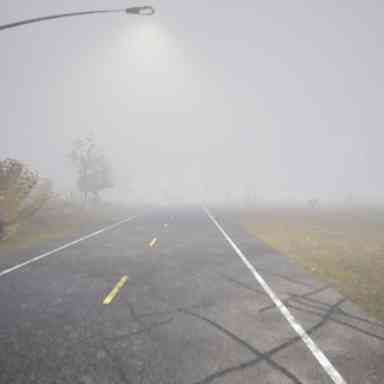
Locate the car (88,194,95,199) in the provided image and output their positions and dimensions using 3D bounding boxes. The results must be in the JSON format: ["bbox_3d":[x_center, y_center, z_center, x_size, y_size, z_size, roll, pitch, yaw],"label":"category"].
[{"bbox_3d":[-25.179,1.256,84.981,4.553,1.767,2.097,0,0,-2],"label":"car"}]

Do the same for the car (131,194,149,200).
[{"bbox_3d":[-14.491,1.416,92.298,5.008,1.535,1.882,0,0,-2],"label":"car"}]

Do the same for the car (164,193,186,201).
[{"bbox_3d":[-4.328,1.222,85.571,5.566,2.045,2.150,0,0,-1],"label":"car"}]

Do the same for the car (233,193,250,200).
[{"bbox_3d":[14.268,1.272,93.064,5.566,2.045,2.150,0,0,-2],"label":"car"}]
